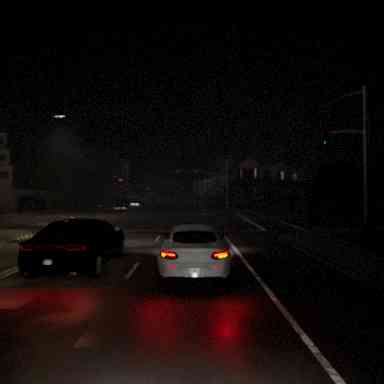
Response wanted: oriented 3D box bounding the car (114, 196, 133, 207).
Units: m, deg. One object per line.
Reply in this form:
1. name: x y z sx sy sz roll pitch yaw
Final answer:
1. car: -13.956 1.906 66.739 2.150 2.045 5.566 0 0 0

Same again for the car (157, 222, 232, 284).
1. car: 0.073 1.584 9.609 1.812 1.442 4.674 0 0 0

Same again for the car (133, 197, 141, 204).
1. car: -13.942 2.087 82.603 2.128 1.511 4.902 0 0 0

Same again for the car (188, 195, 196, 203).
1. car: 0.064 1.827 90.736 2.150 2.045 5.566 0 -1 0

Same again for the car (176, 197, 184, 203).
1. car: -3.436 2.126 90.702 2.128 1.511 4.902 0 -1 0

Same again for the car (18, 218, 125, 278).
1. car: -3.422 1.546 10.398 1.882 1.535 5.008 0 0 0
